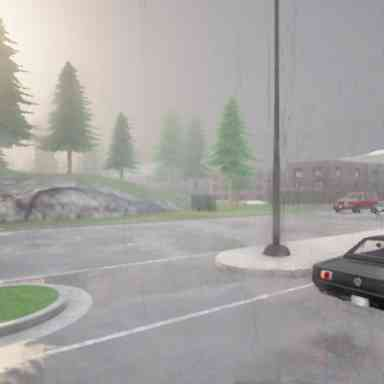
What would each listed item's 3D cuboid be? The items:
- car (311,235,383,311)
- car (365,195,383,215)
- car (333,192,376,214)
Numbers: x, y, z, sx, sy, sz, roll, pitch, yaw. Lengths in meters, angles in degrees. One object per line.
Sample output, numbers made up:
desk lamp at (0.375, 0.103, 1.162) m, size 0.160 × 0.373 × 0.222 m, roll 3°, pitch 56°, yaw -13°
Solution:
car at (4.688, 1.560, 6.912) m, size 4.718 × 1.301 × 1.895 m, roll 0°, pitch 0°, yaw -35°
car at (18.407, 1.319, 30.355) m, size 4.902 × 1.511 × 2.128 m, roll 0°, pitch 0°, yaw -34°
car at (16.483, 1.043, 33.276) m, size 5.566 × 2.045 × 2.150 m, roll 0°, pitch 0°, yaw -34°
